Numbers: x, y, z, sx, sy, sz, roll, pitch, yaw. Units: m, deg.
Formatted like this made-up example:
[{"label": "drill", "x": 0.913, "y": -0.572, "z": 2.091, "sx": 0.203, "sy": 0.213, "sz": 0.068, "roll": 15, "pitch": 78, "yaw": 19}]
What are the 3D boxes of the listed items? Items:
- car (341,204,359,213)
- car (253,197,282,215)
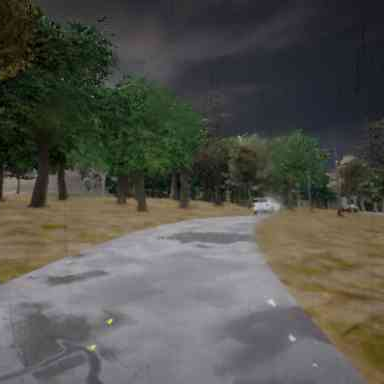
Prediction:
[{"label": "car", "x": 31.508, "y": 3.228, "z": 66.354, "sx": 4.553, "sy": 1.767, "sz": 2.097, "roll": 4, "pitch": -8, "yaw": -45}, {"label": "car", "x": 9.171, "y": 1.760, "z": 40.169, "sx": 2.150, "sy": 2.045, "sz": 5.566, "roll": -6, "pitch": -5, "yaw": 30}]
